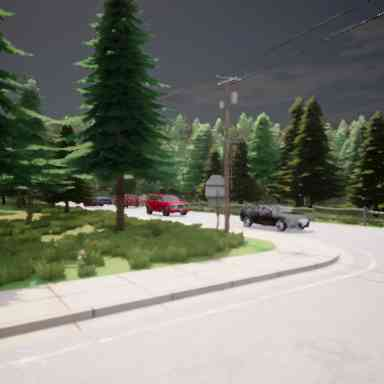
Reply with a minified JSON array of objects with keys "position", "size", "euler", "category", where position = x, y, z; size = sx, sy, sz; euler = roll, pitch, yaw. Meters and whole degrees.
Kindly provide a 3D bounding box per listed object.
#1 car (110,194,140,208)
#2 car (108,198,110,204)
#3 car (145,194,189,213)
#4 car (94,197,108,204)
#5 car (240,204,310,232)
[{"position":[-9.573,1.269,48.899],"size":[2.150,2.045,5.566],"euler":[0,0,-34],"category":"car"},{"position":[-15.425,1.525,57.385],"size":[1.882,1.535,5.008],"euler":[0,0,-34],"category":"car"},{"position":[-2.520,1.245,32.123],"size":[2.150,2.045,5.566],"euler":[0,0,-34],"category":"car"},{"position":[-14.847,1.635,50.319],"size":[1.895,1.301,4.718],"euler":[0,0,-34],"category":"car"},{"position":[4.986,1.514,20.510],"size":[2.128,1.511,4.902],"euler":[0,0,-30],"category":"car"}]
